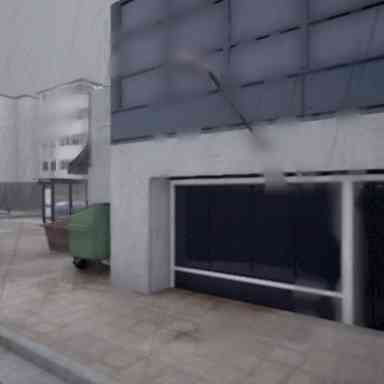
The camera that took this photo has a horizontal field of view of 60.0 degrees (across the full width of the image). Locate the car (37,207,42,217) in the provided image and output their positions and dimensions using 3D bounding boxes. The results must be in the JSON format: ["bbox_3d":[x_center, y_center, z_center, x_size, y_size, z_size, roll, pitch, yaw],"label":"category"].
[{"bbox_3d":[-10.444,1.385,27.742,1.812,1.442,4.674,0,0,35],"label":"car"}]
